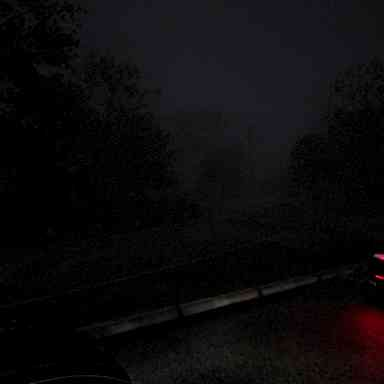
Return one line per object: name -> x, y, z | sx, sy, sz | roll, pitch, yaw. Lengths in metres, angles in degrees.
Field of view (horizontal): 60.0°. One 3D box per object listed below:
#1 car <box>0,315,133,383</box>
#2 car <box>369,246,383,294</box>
car -> -2.430, 1.355, 1.580 | 4.553, 1.767, 2.097 | 0, 0, -35
car -> 5.752, 1.386, 7.014 | 4.902, 1.511, 2.128 | -1, 1, -32
